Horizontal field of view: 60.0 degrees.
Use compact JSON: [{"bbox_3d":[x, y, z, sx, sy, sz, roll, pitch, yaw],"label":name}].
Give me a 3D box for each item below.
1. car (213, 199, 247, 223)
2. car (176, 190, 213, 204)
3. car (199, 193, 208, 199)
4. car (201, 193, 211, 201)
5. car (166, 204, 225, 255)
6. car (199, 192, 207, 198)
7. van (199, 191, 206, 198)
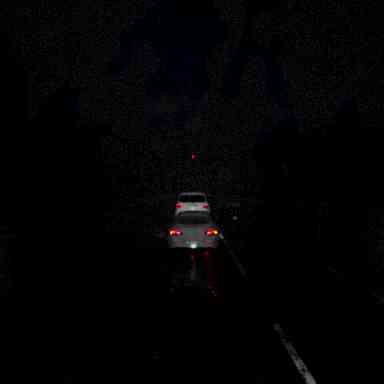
[{"bbox_3d":[2.654,1.341,22.767,2.008,1.369,4.403,-1,1,0],"label":"car"},{"bbox_3d":[0.063,1.014,22.403,2.150,2.045,5.566,0,1,1],"label":"car"},{"bbox_3d":[2.730,0.865,77.341,1.887,1.381,4.507,-1,0,0],"label":"car"},{"bbox_3d":[2.715,0.996,66.276,1.802,1.307,4.206,-1,0,0],"label":"car"},{"bbox_3d":[0.073,1.407,12.656,1.812,1.442,4.674,0,1,1],"label":"car"},{"bbox_3d":[2.735,0.714,82.872,1.967,1.590,4.097,-1,0,0],"label":"car"},{"bbox_3d":[2.741,0.568,88.403,1.690,1.788,3.998,-1,0,0],"label":"van"}]
